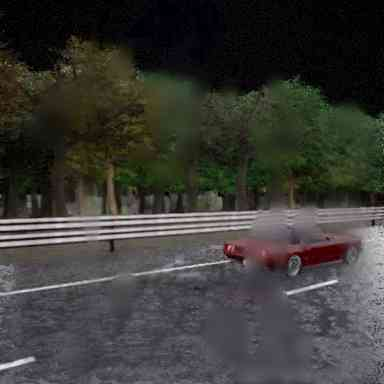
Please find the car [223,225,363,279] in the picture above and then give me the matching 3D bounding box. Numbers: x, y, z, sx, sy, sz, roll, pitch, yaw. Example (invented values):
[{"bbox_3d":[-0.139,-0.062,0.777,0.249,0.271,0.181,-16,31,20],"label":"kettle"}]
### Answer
[{"bbox_3d":[3.335,1.690,10.424,4.718,1.301,1.895,1,0,-35],"label":"car"}]
